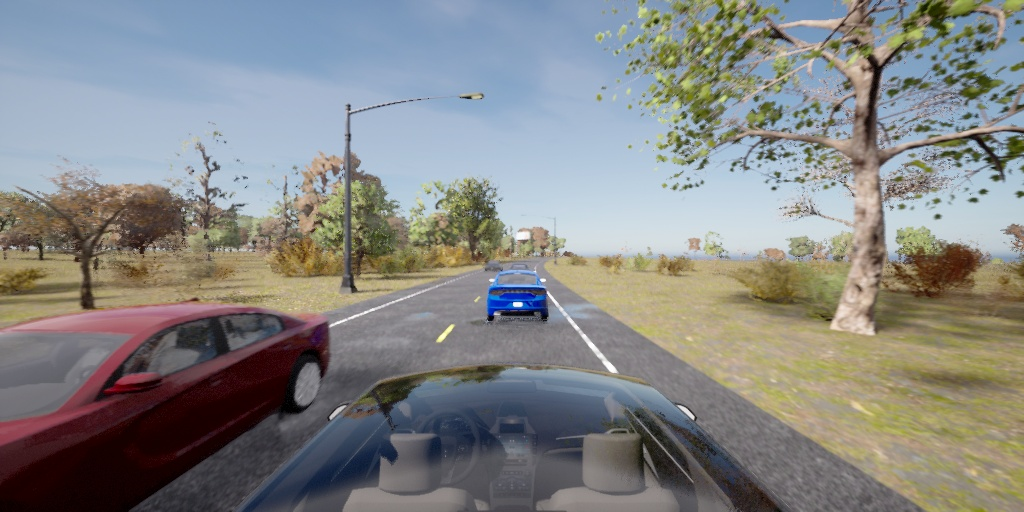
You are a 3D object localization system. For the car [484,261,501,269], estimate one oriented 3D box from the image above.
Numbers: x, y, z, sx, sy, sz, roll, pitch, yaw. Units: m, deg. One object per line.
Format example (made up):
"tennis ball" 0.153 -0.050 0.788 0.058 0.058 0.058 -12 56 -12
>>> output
"car" -2.336 1.316 45.749 1.994 1.385 4.181 0 0 3

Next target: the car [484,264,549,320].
"car" 0.197 1.228 12.679 1.882 1.535 5.008 0 0 1

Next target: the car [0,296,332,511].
"car" -3.580 1.226 3.212 1.882 1.535 5.008 0 0 0
